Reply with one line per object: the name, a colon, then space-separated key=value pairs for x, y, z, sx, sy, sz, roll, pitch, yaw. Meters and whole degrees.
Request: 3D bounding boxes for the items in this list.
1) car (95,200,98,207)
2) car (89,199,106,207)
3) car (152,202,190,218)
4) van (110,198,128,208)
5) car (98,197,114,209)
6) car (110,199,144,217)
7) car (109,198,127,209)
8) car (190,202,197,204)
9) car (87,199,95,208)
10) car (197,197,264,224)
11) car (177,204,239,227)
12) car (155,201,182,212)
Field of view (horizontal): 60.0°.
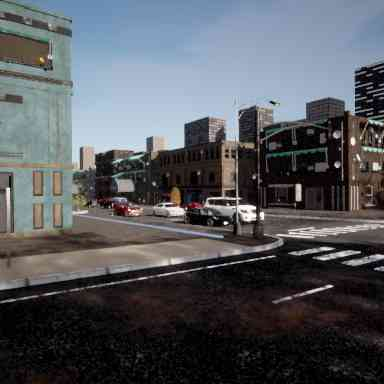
car: x=-16.171 y=1.939 z=63.641 sx=2.192 sy=1.841 sz=5.009 roll=-1 pitch=0 yaw=-36
car: x=-19.384 y=2.227 z=68.145 sx=1.887 sy=1.381 sz=4.507 roll=-1 pitch=0 yaw=-36
car: x=-2.541 y=1.862 z=34.640 sx=1.812 sy=1.442 sz=4.674 roll=-1 pitch=0 yaw=-35
van: x=-12.952 y=1.906 z=59.138 sx=1.690 sy=1.788 sz=3.998 roll=-1 pitch=0 yaw=-36
car: x=-13.423 y=2.066 z=55.365 sx=1.837 sy=1.490 sz=4.892 roll=-1 pitch=0 yaw=-36
car: x=-6.894 y=1.846 z=36.251 sx=1.967 sy=1.590 sz=4.097 roll=-1 pitch=0 yaw=-36
car: x=-8.584 y=1.931 z=43.112 sx=1.882 sy=1.535 sz=5.008 roll=-1 pitch=0 yaw=-35
car: x=-0.074 y=1.903 z=41.126 sx=1.802 sy=1.307 sz=4.206 roll=-2 pitch=0 yaw=-36
car: x=-19.197 y=2.158 z=63.446 sx=2.128 sy=1.511 sz=4.902 roll=-1 pitch=0 yaw=-36
car: x=3.160 y=1.445 z=26.655 sx=2.150 sy=2.045 sz=5.566 roll=-1 pitch=0 yaw=-35
car: x=1.079 y=1.814 z=24.891 sx=1.947 sy=1.339 sz=4.313 roll=-2 pitch=0 yaw=-36
car: x=-3.291 y=1.965 z=45.629 sx=1.802 sy=1.307 sz=4.206 roll=-2 pitch=0 yaw=-36
